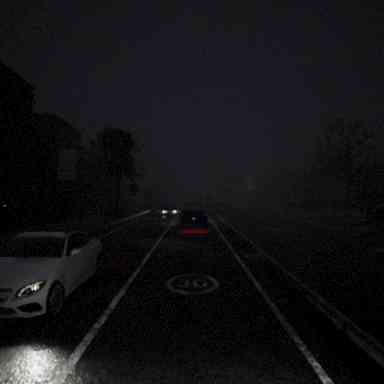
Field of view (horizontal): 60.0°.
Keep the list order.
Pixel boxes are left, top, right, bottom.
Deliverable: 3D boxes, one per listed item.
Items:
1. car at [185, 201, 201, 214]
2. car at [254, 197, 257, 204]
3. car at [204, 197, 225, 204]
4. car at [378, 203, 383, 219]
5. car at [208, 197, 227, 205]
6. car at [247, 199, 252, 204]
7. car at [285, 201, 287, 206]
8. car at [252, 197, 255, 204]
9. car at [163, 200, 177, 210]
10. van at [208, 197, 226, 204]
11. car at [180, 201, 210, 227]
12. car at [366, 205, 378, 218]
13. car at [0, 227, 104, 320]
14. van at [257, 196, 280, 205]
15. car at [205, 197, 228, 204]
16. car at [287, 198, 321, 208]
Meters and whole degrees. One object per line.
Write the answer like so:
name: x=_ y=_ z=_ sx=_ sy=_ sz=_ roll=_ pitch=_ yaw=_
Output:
car: x=0.139 y=1.857 z=41.247 sx=1.837 sy=1.490 sz=4.892 roll=0 pitch=0 yaw=0
car: x=18.791 y=2.322 z=81.995 sx=5.366 sy=1.575 sz=1.946 roll=0 pitch=-1 yaw=0
car: x=6.289 y=2.378 z=91.910 sx=5.566 sy=2.045 sz=2.435 roll=0 pitch=-2 yaw=-1
car: x=18.727 y=1.690 z=27.627 sx=4.892 sy=1.521 sz=2.231 roll=0 pitch=0 yaw=0
car: x=6.364 y=2.213 z=82.682 sx=4.553 sy=1.767 sz=2.185 roll=0 pitch=-1 yaw=0
car: x=18.519 y=2.327 z=90.375 sx=5.566 sy=2.045 sz=2.435 roll=0 pitch=-2 yaw=-1
car: x=18.742 y=1.982 z=58.408 sx=4.674 sy=1.452 sz=2.002 roll=0 pitch=0 yaw=0
car: x=18.773 y=2.396 z=84.655 sx=5.366 sy=1.575 sz=1.946 roll=0 pitch=-2 yaw=0
car: x=-3.282 y=1.945 z=49.403 sx=1.812 sy=1.442 sz=4.674 roll=0 pitch=0 yaw=0
van: x=6.428 y=2.202 z=85.721 sx=4.442 sy=1.987 sz=1.878 roll=0 pitch=-2 yaw=0
car: x=0.124 y=1.691 z=24.944 sx=1.882 sy=1.535 sz=5.008 roll=0 pitch=-1 yaw=0
car: x=18.735 y=1.756 z=30.903 sx=4.674 sy=1.452 sz=2.002 roll=0 pitch=0 yaw=0
car: x=-3.342 y=1.591 z=7.576 sx=1.812 sy=1.442 sz=4.674 roll=0 pitch=0 yaw=0
van: x=18.509 y=2.029 z=79.205 sx=4.442 sy=1.987 sz=1.878 roll=0 pitch=-1 yaw=0
car: x=6.169 y=2.261 z=79.760 sx=5.366 sy=1.575 sz=1.946 roll=0 pitch=-1 yaw=0
car: x=18.810 y=1.789 z=55.239 sx=4.553 sy=1.767 sz=2.185 roll=0 pitch=-1 yaw=0
